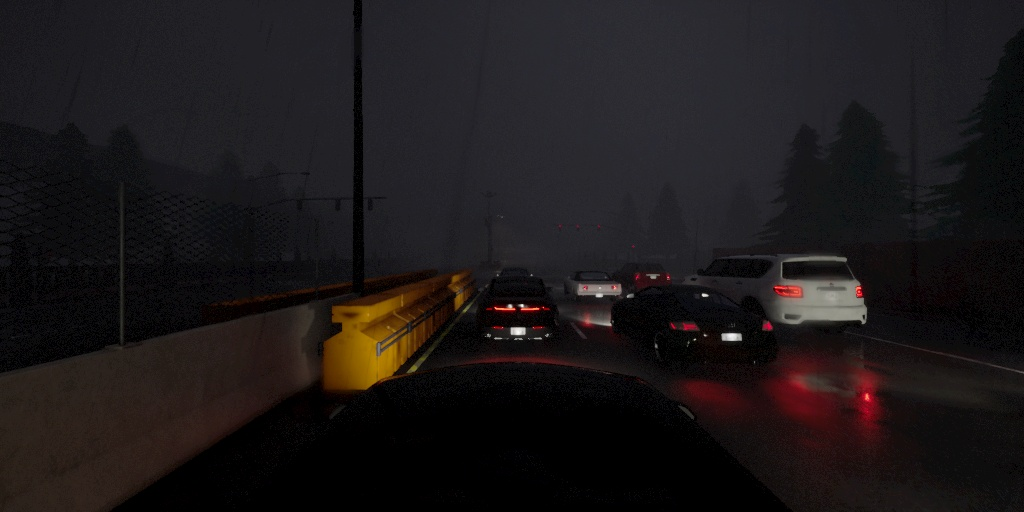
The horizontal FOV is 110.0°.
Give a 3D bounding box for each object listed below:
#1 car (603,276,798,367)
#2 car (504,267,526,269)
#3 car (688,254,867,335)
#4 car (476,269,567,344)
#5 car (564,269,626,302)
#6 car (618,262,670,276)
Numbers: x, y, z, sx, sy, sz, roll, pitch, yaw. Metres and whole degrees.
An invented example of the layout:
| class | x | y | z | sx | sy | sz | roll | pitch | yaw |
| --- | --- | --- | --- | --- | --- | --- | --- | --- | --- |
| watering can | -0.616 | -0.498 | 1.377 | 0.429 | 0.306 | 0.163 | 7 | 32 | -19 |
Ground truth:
| class | x | y | z | sx | sy | sz | roll | pitch | yaw |
| --- | --- | --- | --- | --- | --- | --- | --- | --- | --- |
| car | 3.625 | 1.314 | 7.958 | 1.994 | 1.385 | 4.181 | 0 | 0 | -1 |
| car | 0.145 | 1.297 | 19.105 | 2.033 | 1.411 | 5.357 | 0 | 0 | 0 |
| car | 7.125 | 0.971 | 10.657 | 2.150 | 2.045 | 5.566 | 0 | 0 | 0 |
| car | 0.121 | 1.255 | 9.587 | 1.837 | 1.490 | 4.892 | 0 | 0 | 0 |
| car | 3.642 | 1.351 | 17.139 | 1.895 | 1.301 | 4.718 | 0 | 0 | 0 |
| car | 7.150 | 1.102 | 20.243 | 2.097 | 1.767 | 4.553 | 0 | 0 | 0 |
